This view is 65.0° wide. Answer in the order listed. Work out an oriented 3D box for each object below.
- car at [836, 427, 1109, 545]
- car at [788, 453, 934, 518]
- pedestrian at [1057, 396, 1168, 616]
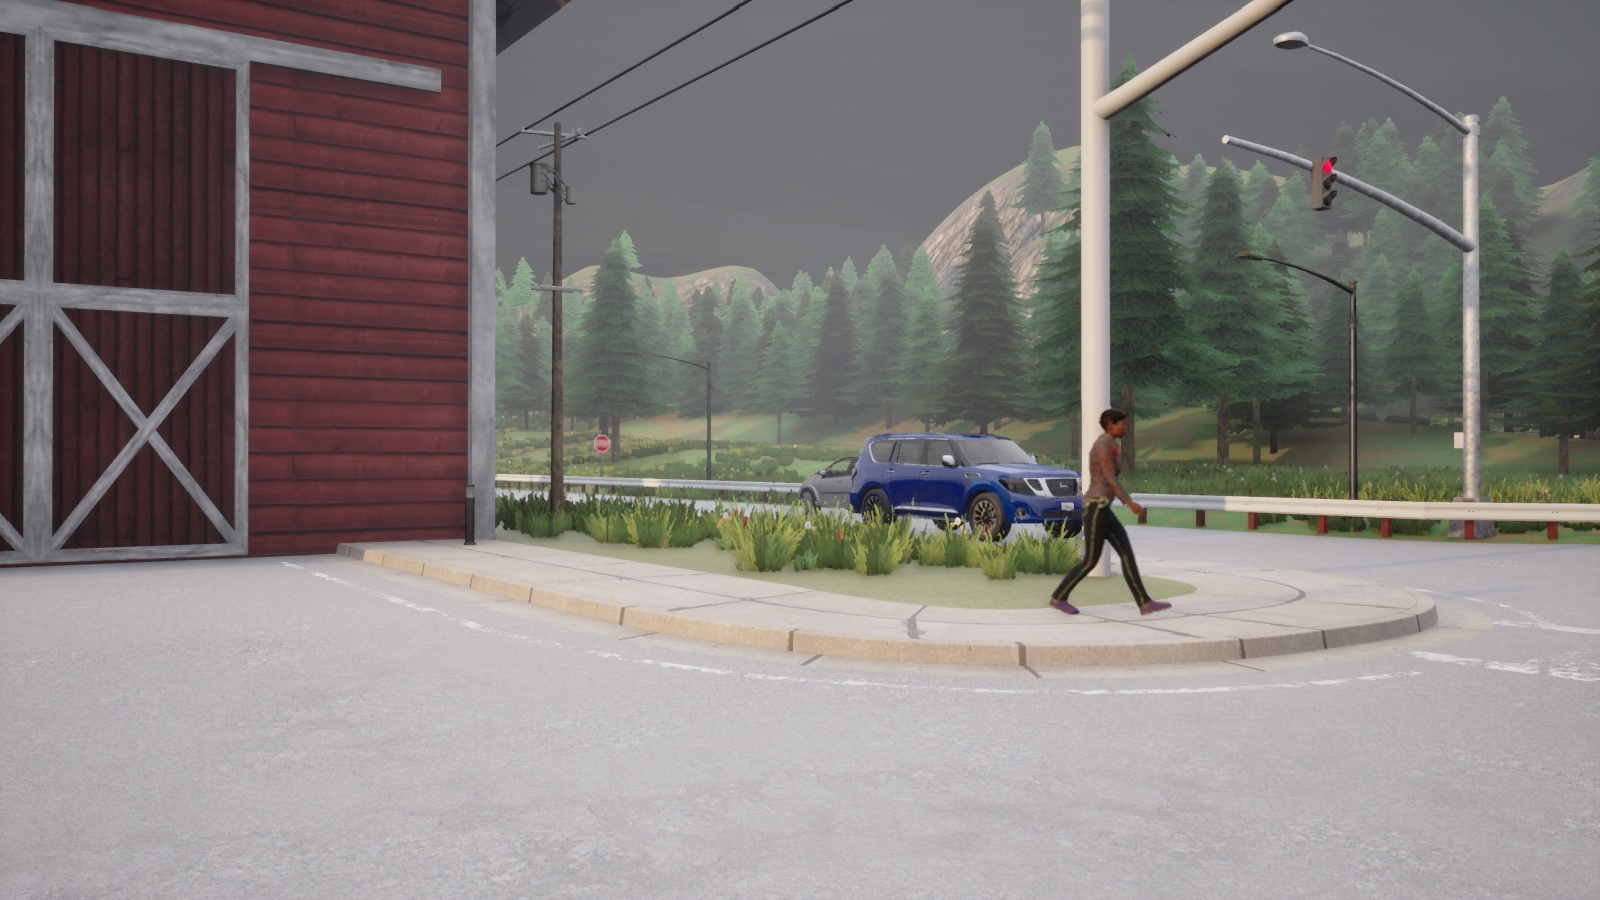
[{"bbox_3d":[3.207,0.646,24.696,2.150,2.045,5.566,0,0,-34],"label":"car"},{"bbox_3d":[1.556,0.889,33.455,1.851,1.617,3.988,0,0,-34],"label":"car"},{"bbox_3d":[2.640,0.465,10.621,0.869,1.805,0.328,0,0,21],"label":"pedestrian"}]
